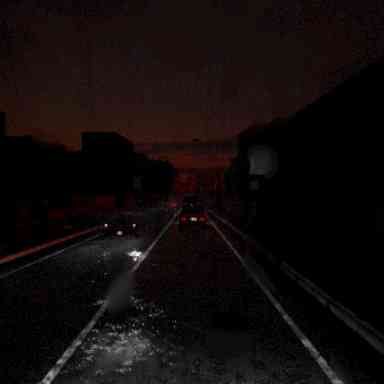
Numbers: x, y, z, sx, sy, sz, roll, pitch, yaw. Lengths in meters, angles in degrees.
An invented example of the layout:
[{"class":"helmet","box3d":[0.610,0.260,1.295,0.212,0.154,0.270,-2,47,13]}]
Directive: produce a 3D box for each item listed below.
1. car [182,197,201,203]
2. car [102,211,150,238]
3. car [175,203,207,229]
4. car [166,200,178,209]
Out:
[{"class":"car","box3d":[-0.052,1.625,40.883,2.150,2.045,5.566,0,-1,0]},{"class":"car","box3d":[-3.594,1.769,18.767,1.895,1.301,4.718,0,-1,0]},{"class":"car","box3d":[0.045,1.759,23.205,2.033,1.411,5.357,0,-1,0]},{"class":"car","box3d":[-3.536,2.165,59.250,1.812,1.442,4.674,0,-1,1]}]
